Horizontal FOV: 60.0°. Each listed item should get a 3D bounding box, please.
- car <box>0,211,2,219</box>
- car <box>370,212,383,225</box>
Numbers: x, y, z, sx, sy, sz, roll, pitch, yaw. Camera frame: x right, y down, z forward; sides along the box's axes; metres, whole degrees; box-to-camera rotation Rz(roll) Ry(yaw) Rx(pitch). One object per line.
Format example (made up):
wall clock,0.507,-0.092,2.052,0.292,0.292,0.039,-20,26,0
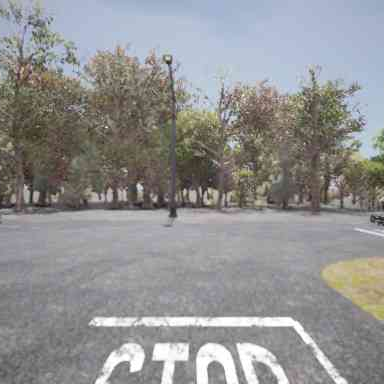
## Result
car,-15.329,1.437,22.599,4.181,1.385,1.994,0,0,1
car,15.040,1.620,22.351,5.357,1.411,2.033,0,0,1
